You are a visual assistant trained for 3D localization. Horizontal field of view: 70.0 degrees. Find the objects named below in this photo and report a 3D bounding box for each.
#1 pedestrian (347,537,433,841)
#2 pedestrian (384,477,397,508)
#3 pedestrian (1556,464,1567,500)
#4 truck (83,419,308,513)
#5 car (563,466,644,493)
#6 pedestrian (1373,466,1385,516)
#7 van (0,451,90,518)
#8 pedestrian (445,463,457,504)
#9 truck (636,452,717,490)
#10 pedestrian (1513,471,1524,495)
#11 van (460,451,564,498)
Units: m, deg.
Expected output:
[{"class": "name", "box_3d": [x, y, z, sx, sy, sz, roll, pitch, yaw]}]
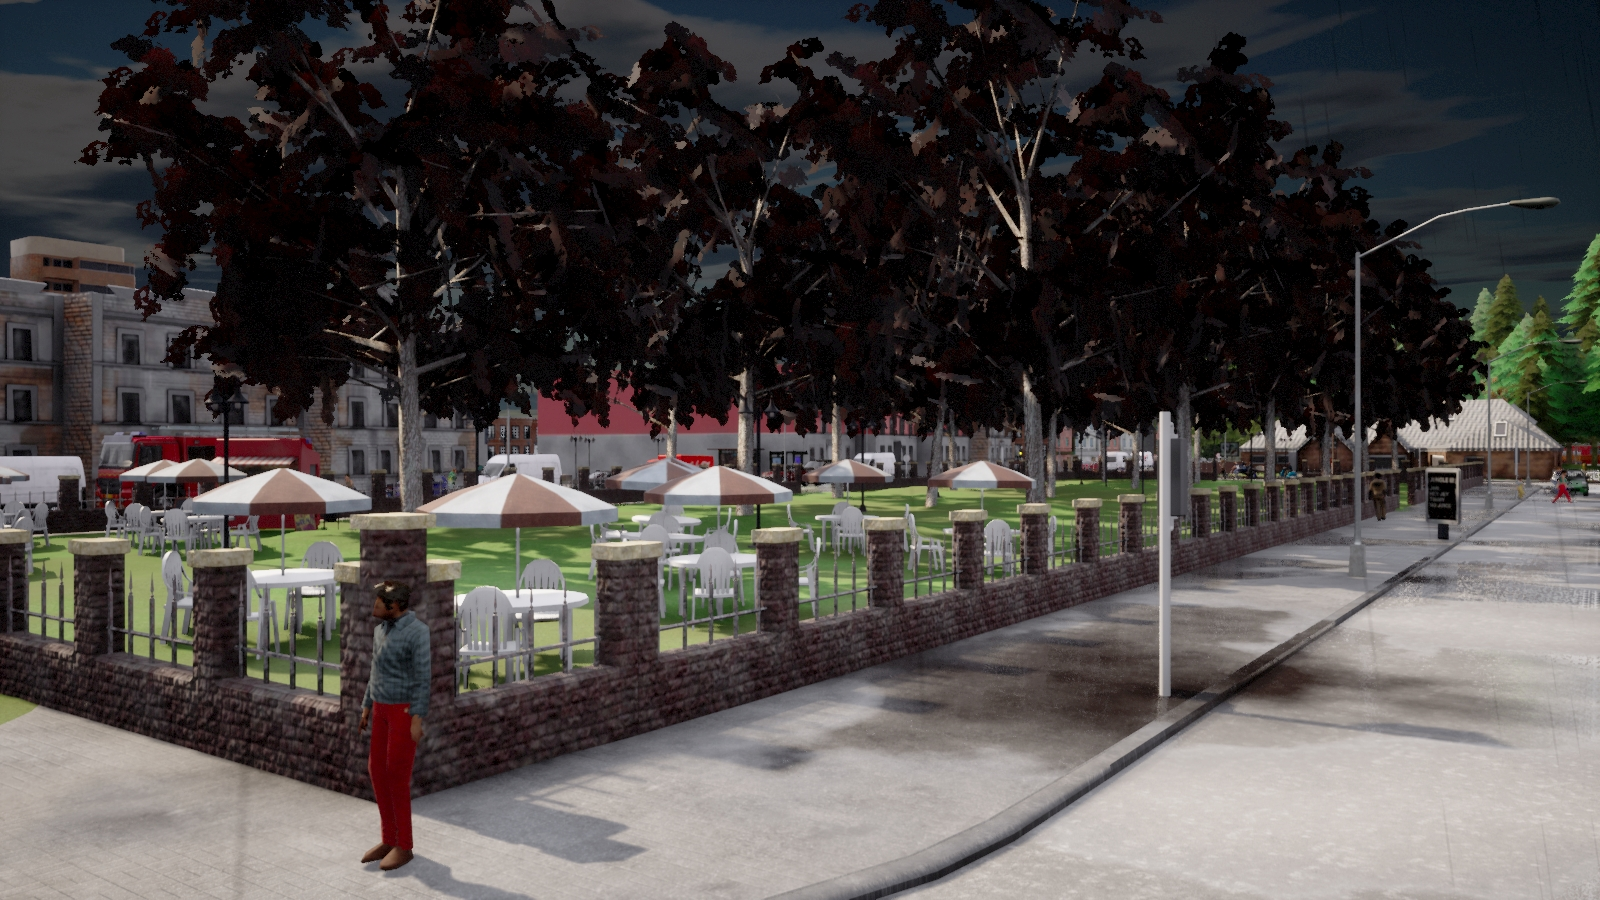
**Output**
[{"class": "pedestrian", "box_3d": [-2.655, 1.517, 7.406, 0.375, 1.860, 0.375, 0, 0, 36]}, {"class": "pedestrian", "box_3d": [-17.323, 1.804, 48.338, 0.375, 1.300, 0.375, 0, 0, 34]}, {"class": "pedestrian", "box_3d": [39.055, 1.628, 58.587, 0.375, 1.860, 0.375, 0, 0, 23]}, {"class": "truck", "box_3d": [-26.598, 0.669, 50.778, 2.891, 3.827, 8.468, 0, 0, 35]}, {"class": "car", "box_3d": [-12.166, 1.813, 71.050, 2.097, 1.535, 5.006, 0, 0, 35]}, {"class": "pedestrian", "box_3d": [21.679, 1.524, 42.781, 0.375, 1.860, 0.375, 0, 0, 35]}, {"class": "van", "box_3d": [-31.021, 1.313, 44.007, 1.988, 2.561, 5.915, 0, 0, 35]}, {"class": "pedestrian", "box_3d": [-15.797, 1.522, 51.734, 0.375, 1.860, 0.375, 0, 0, 35]}, {"class": "truck", "box_3d": [-8.233, 1.347, 76.671, 2.627, 2.467, 5.204, 0, 0, 35]}, {"class": "pedestrian", "box_3d": [39.140, 1.804, 62.207, 0.375, 1.300, 0.375, 0, 0, -29]}, {"class": "van", "box_3d": [-16.329, 1.313, 65.083, 1.988, 2.561, 5.915, 0, 0, 35]}]
